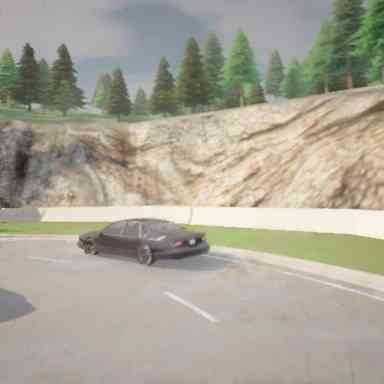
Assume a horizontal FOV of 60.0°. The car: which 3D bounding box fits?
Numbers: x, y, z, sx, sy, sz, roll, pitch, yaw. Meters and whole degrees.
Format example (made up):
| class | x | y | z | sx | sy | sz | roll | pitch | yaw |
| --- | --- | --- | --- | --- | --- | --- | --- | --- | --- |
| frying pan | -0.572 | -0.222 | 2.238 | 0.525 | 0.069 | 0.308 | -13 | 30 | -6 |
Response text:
| class | x | y | z | sx | sy | sz | roll | pitch | yaw |
| --- | --- | --- | --- | --- | --- | --- | --- | --- | --- |
| car | -1.908 | 1.610 | 11.742 | 5.357 | 1.411 | 2.033 | -1 | 0 | 40 |
